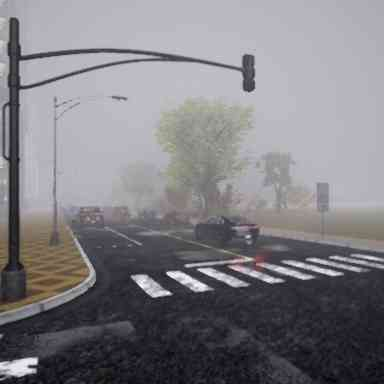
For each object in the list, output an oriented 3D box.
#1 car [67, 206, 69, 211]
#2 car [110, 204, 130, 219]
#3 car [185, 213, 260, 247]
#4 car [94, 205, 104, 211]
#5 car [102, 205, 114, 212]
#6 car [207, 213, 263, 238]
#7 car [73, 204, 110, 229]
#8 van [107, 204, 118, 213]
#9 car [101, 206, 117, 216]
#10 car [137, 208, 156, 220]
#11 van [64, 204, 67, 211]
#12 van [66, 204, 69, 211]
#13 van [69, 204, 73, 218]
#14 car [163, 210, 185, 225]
[{"bbox_3d":[-17.267,3.111,49.734,1.802,1.307,4.206,-1,-1,-22],"label":"car"},{"bbox_3d":[-9.952,2.693,46.073,2.097,1.767,4.553,0,-2,-22],"label":"car"},{"bbox_3d":[1.684,1.924,17.602,2.128,1.511,4.902,0,-2,-22],"label":"car"},{"bbox_3d":[-24.758,4.237,88.717,1.947,1.339,4.313,-1,-1,-22],"label":"car"},{"bbox_3d":[-18.449,3.620,73.349,1.967,1.590,4.097,-1,-1,-22],"label":"car"},{"bbox_3d":[2.716,2.124,22.158,1.802,1.307,4.206,-1,-1,-22],"label":"car"},{"bbox_3d":[-8.935,2.188,29.187,2.192,1.841,5.009,-1,-1,-22],"label":"car"},{"bbox_3d":[-16.347,3.358,68.227,1.690,1.788,3.998,-1,-1,-22],"label":"van"},{"bbox_3d":[-13.898,3.122,55.544,1.882,1.535,5.008,0,-2,-22],"label":"car"},{"bbox_3d":[-5.821,2.748,42.606,2.008,1.369,4.403,-1,-1,-22],"label":"car"},{"bbox_3d":[-29.913,3.853,80.518,1.690,1.788,3.998,-1,-1,-22],"label":"van"},{"bbox_3d":[-19.380,3.034,54.869,1.690,1.788,3.998,-1,-1,-22],"label":"van"},{"bbox_3d":[-15.166,2.706,44.610,1.690,1.788,3.998,-1,-1,-22],"label":"van"},{"bbox_3d":[-1.526,2.451,32.393,1.802,1.307,4.206,-1,-1,-22],"label":"car"}]
